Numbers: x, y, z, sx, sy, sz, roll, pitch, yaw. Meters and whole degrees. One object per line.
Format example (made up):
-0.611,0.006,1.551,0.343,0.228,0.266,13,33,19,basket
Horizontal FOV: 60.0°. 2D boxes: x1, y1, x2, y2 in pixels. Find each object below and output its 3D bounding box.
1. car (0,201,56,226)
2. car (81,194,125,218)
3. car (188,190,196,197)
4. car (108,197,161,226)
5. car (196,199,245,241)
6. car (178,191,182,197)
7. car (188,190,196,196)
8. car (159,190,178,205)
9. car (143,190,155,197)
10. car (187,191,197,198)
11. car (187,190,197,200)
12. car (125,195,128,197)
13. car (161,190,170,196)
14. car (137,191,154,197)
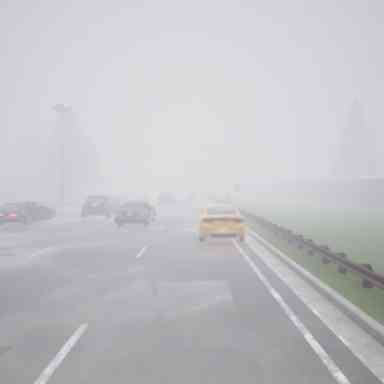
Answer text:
-10.394,1.261,20.706,2.033,1.411,5.357,0,1,0,car
-6.893,0.999,25.712,2.097,1.767,4.553,0,1,0,car
0.022,0.374,80.523,1.837,1.490,4.892,0,1,0,car
-3.394,1.262,20.659,2.033,1.411,5.357,0,1,0,car
1.229,1.266,15.315,1.882,1.535,5.008,0,1,0,car
-3.478,0.398,80.524,1.812,1.442,4.674,0,1,0,car
0.024,0.195,88.862,2.128,1.511,4.902,0,1,0,car
-3.387,0.733,45.079,2.097,1.767,4.553,0,1,0,car
-10.478,0.403,81.359,2.128,1.511,4.902,0,1,0,car
0.020,0.497,71.724,1.994,1.385,4.181,0,1,0,car
0.017,0.711,62.108,1.994,1.385,4.181,0,1,0,car
-10.387,0.900,48.290,1.994,1.385,4.181,0,1,0,car
-6.976,0.286,86.774,1.882,1.535,5.008,0,1,0,car
-6.887,0.806,48.879,1.882,1.535,5.008,0,1,0,car
